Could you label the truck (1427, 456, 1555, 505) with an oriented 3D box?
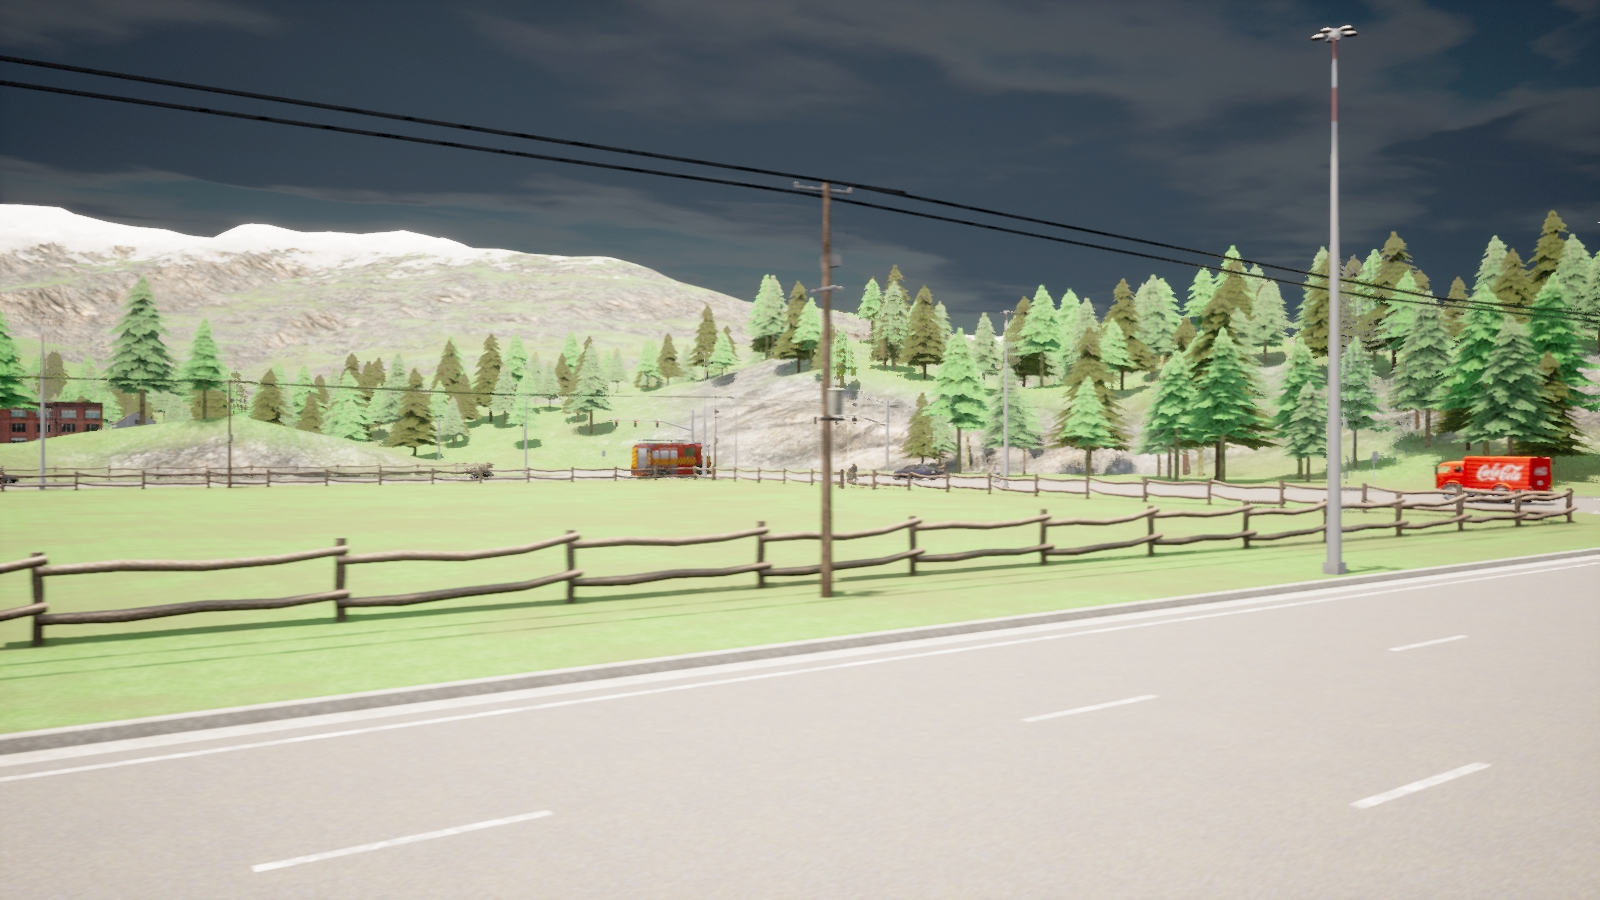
[{"bbox_3d":[36.667,1.570,60.766,2.627,2.467,5.204,0,0,-31],"label":"truck"}]
